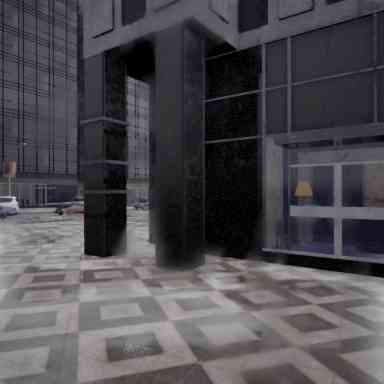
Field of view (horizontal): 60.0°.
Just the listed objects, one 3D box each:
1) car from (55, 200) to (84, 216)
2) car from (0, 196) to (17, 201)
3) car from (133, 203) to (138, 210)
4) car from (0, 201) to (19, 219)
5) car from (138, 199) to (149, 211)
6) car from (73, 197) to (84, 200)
[{"bbox_3d":[-13.039,1.883,37.051,1.994,1.385,4.181,0,-1,36],"label":"car"},{"bbox_3d":[-20.093,1.449,32.836,2.150,2.045,5.566,0,-1,36],"label":"car"},{"bbox_3d":[-6.855,1.885,51.137,2.097,1.767,4.553,0,-1,36],"label":"car"},{"bbox_3d":[-18.463,1.741,29.549,2.033,1.411,5.357,0,-1,36],"label":"car"},{"bbox_3d":[-5.138,2.026,47.972,1.812,1.442,4.674,0,-1,35],"label":"car"},{"bbox_3d":[-13.677,1.598,41.726,2.150,2.045,5.566,0,-1,36],"label":"car"}]
